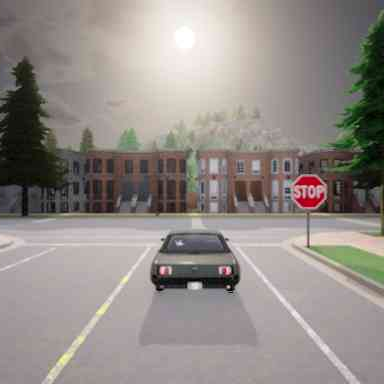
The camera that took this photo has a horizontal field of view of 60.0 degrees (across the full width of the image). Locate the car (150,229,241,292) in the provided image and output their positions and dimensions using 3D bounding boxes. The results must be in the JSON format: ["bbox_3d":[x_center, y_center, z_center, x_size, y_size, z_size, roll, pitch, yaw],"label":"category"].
[{"bbox_3d":[0.078,1.646,9.030,1.895,1.301,4.718,0,0,0],"label":"car"}]
